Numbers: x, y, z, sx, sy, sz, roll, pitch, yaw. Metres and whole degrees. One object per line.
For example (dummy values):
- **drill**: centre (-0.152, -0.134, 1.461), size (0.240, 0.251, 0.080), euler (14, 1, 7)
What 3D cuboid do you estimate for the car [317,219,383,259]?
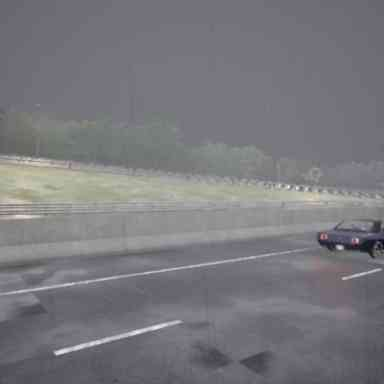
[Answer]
- **car**: centre (7.156, 1.729, 13.250), size (4.718, 1.301, 1.895), euler (1, 0, -35)
